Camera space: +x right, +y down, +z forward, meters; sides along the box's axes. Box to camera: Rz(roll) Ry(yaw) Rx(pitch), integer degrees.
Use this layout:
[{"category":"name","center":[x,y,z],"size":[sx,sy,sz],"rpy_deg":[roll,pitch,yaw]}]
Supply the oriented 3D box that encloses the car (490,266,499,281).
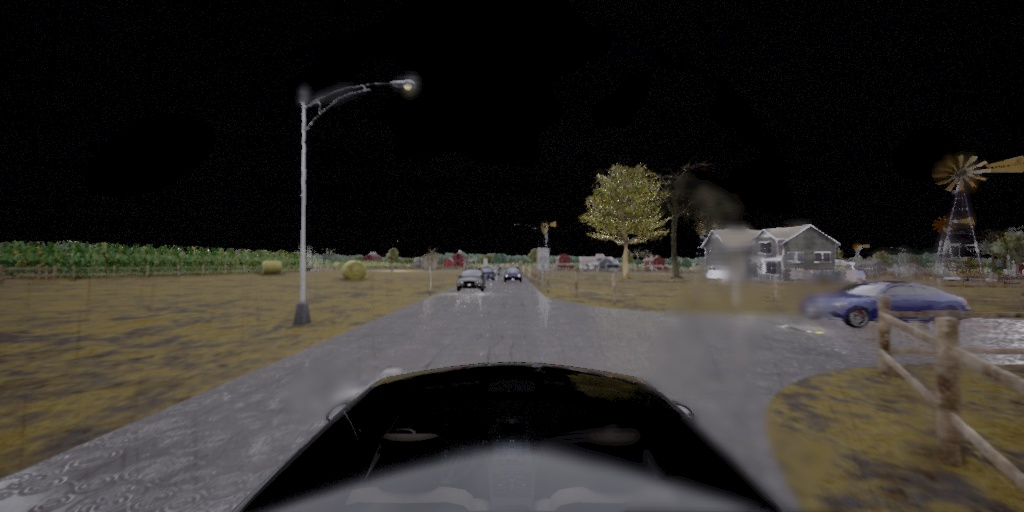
[{"category":"car","center":[-2.854,2.024,40.247],"size":[2.033,1.411,5.357],"rpy_deg":[0,-1,0]}]

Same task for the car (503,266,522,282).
[{"category":"car","center":[0.090,2.004,36.937],"size":[1.895,1.301,4.718],"rpy_deg":[0,-1,0]}]

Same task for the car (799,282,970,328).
[{"category":"car","center":[12.536,1.605,12.204],"size":[4.674,1.442,1.812],"rpy_deg":[1,0,1]}]

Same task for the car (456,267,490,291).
[{"category":"car","center":[-2.817,1.667,25.671],"size":[1.837,1.490,4.892],"rpy_deg":[0,-1,-1]}]
